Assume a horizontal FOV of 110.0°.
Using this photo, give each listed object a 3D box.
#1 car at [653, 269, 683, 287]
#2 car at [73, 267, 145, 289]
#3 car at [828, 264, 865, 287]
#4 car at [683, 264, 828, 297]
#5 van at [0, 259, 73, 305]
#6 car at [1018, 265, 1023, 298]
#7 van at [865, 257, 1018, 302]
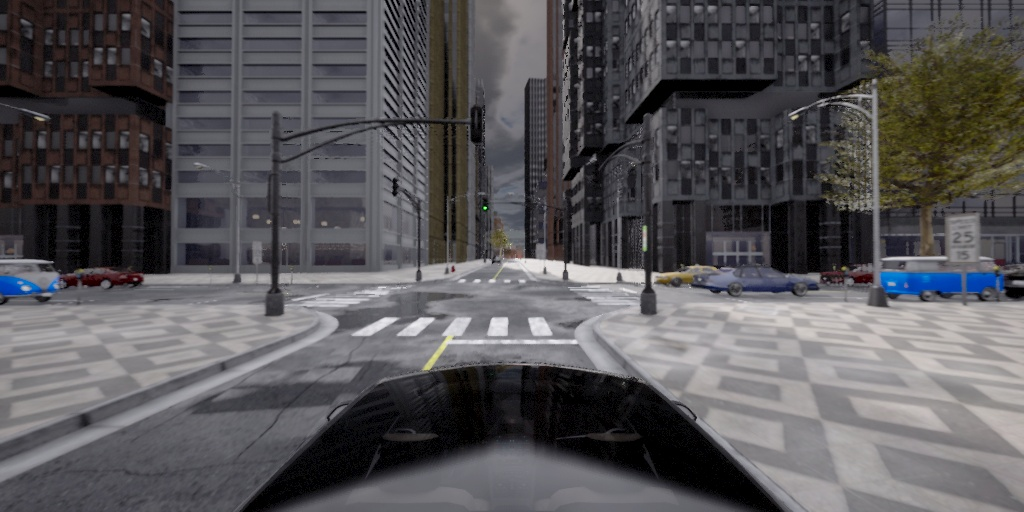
[{"bbox_3d":[11.633,1.225,23.036,4.829,1.417,1.751,0,0,0],"label":"car"},{"bbox_3d":[-26.289,1.374,22.909,4.507,1.381,1.888,0,0,0],"label":"car"},{"bbox_3d":[22.383,1.213,23.068,4.507,1.381,1.888,0,0,0],"label":"car"},{"bbox_3d":[11.544,1.170,17.276,5.357,1.411,2.033,0,-1,0],"label":"car"},{"bbox_3d":[-20.752,1.034,14.374,3.998,1.789,1.690,0,0,0],"label":"van"},{"bbox_3d":[22.644,1.118,14.545,4.313,1.339,1.948,0,0,0],"label":"car"},{"bbox_3d":[17.231,0.909,14.525,3.998,1.789,1.690,0,0,0],"label":"van"}]
